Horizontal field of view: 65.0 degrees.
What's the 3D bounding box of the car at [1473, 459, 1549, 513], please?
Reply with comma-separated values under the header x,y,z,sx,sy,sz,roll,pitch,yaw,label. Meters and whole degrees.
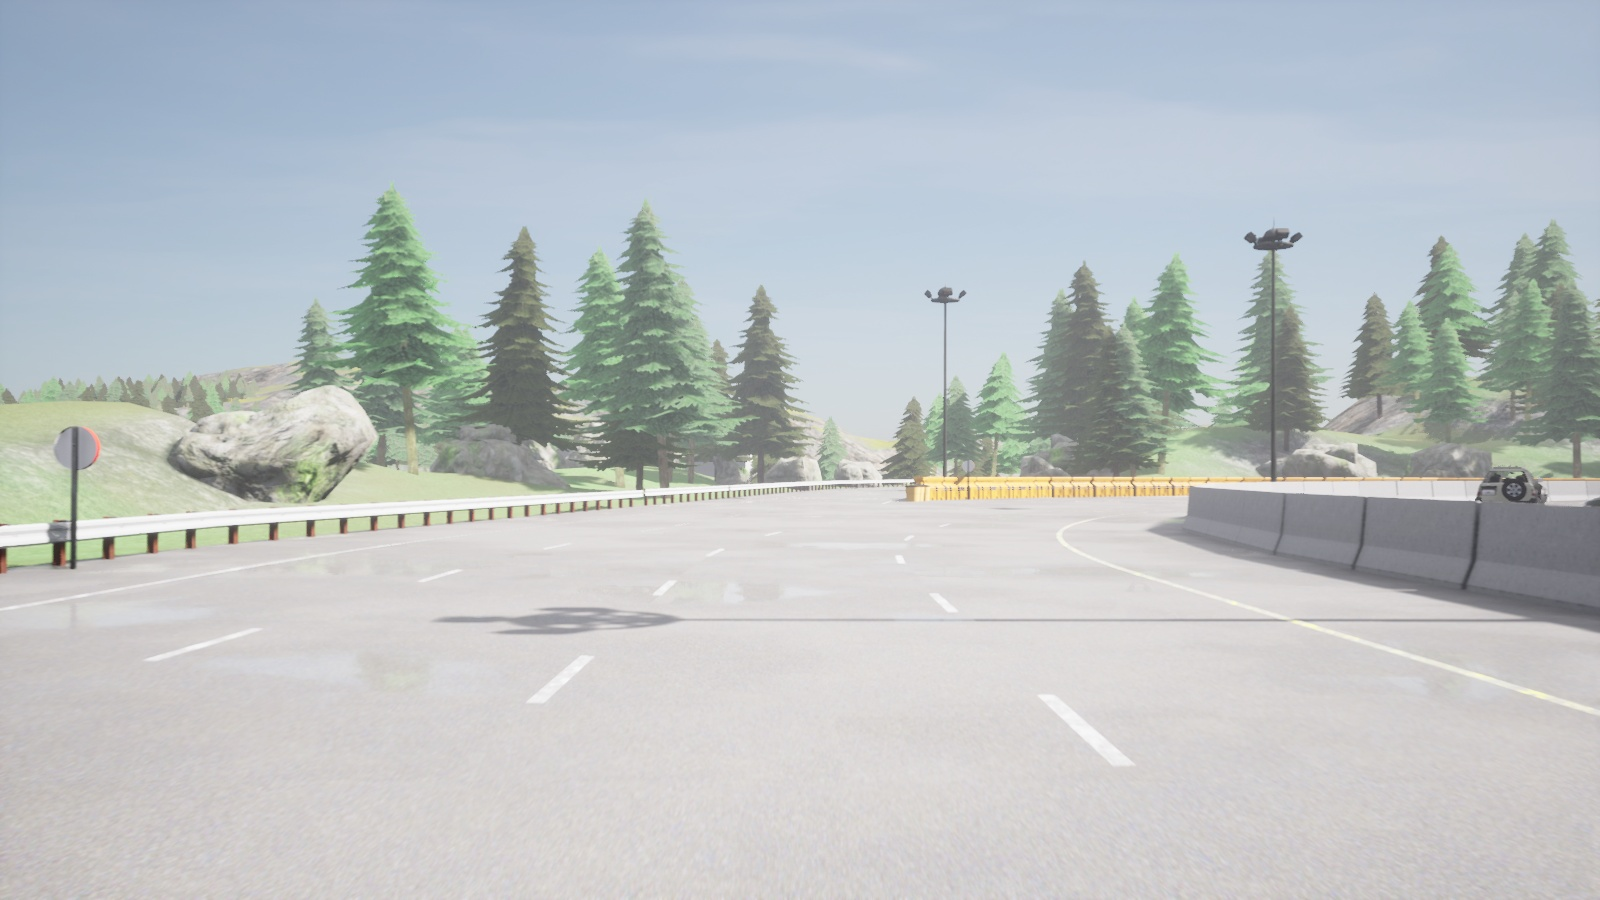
x,y,z,sx,sy,sz,roll,pitch,yaw,label
25.846,1.285,45.581,1.932,1.855,4.605,-1,-1,35,car
